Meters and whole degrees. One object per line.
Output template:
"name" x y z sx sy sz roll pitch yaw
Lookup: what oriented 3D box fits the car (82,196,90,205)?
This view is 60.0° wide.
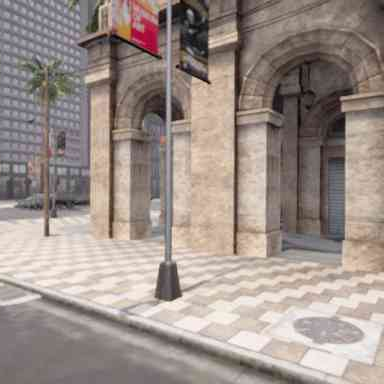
"car" -16.289 1.283 48.471 2.161 1.482 4.786 0 0 35

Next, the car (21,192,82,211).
"car" -15.791 1.028 37.830 2.150 2.045 5.566 0 0 36

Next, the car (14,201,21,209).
"car" -18.653 1.278 39.843 2.128 1.511 4.902 0 0 36
